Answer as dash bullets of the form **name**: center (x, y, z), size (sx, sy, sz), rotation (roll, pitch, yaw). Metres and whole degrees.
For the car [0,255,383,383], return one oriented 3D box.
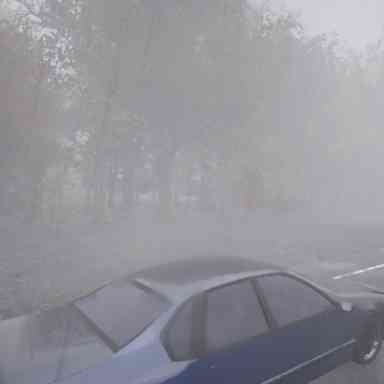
- **car**: center (0.436, 1.548, 4.063), size (5.357, 1.411, 2.033), rotation (0, 0, -35)
